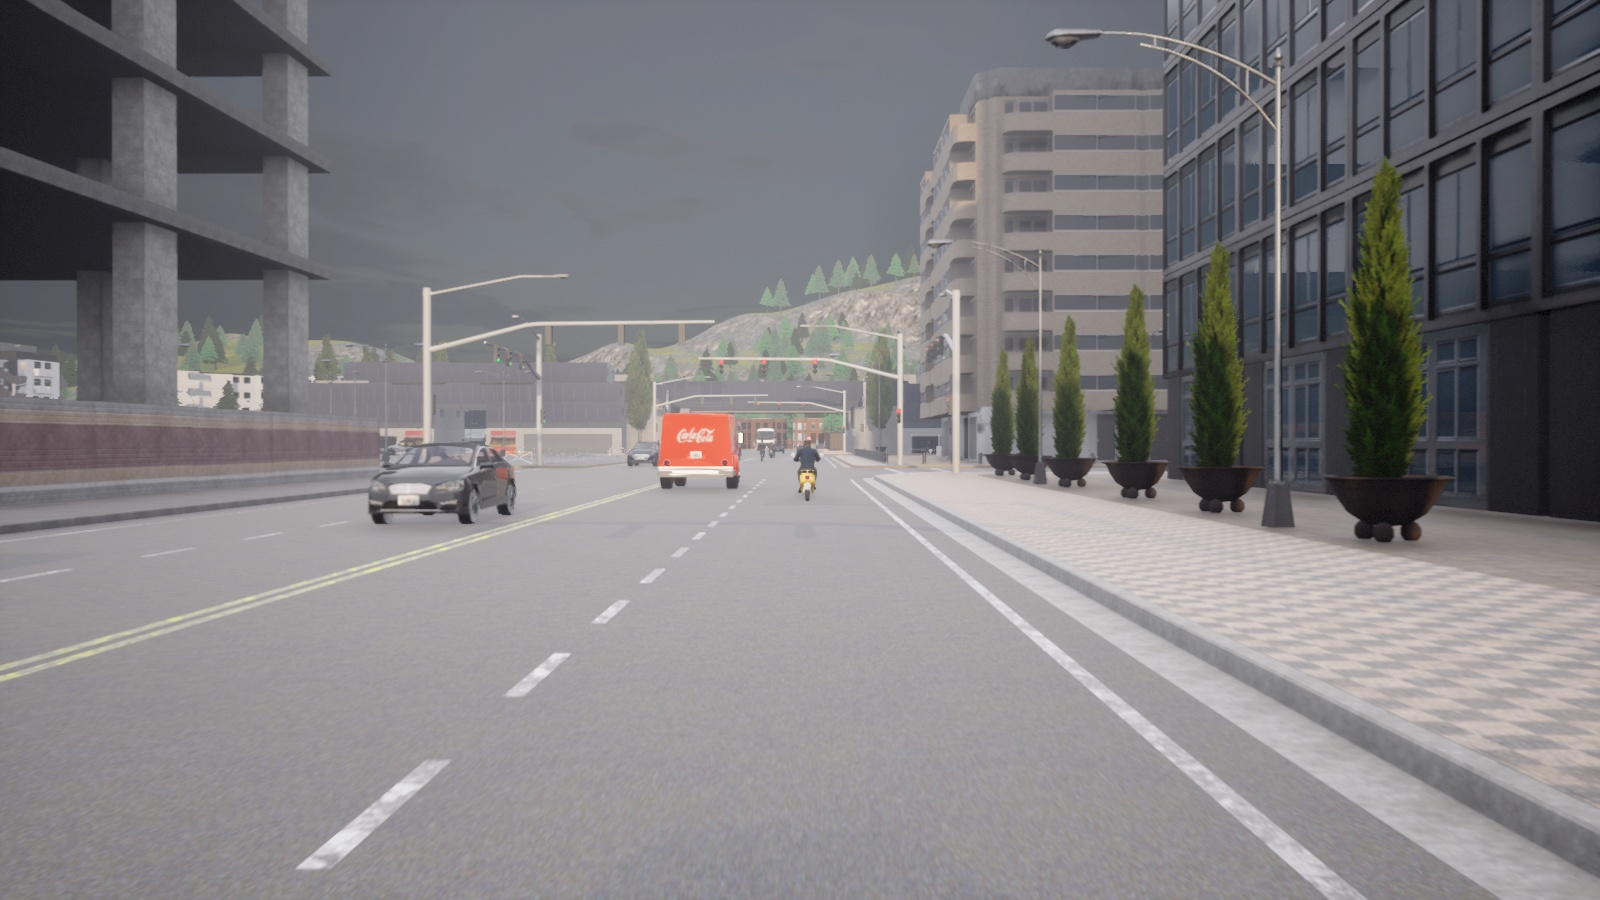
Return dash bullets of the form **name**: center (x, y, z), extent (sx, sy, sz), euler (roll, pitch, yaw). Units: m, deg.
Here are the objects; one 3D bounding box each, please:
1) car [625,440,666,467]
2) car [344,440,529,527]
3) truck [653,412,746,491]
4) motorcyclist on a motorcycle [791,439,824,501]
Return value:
- **car**: center (-10.021, 0.209, 81.559), extent (2.033, 1.649, 4.856), euler (0, 0, 0)
- **car**: center (-6.847, 0.560, 24.285), extent (2.128, 1.511, 4.902), euler (0, 0, 0)
- **truck**: center (-3.247, 0.022, 41.762), extent (2.627, 2.467, 5.204), euler (0, 0, 0)
- **motorcyclist on a motorcycle**: center (0.198, 0.514, 33.030), extent (0.866, 1.590, 1.817), euler (0, 0, 0)
